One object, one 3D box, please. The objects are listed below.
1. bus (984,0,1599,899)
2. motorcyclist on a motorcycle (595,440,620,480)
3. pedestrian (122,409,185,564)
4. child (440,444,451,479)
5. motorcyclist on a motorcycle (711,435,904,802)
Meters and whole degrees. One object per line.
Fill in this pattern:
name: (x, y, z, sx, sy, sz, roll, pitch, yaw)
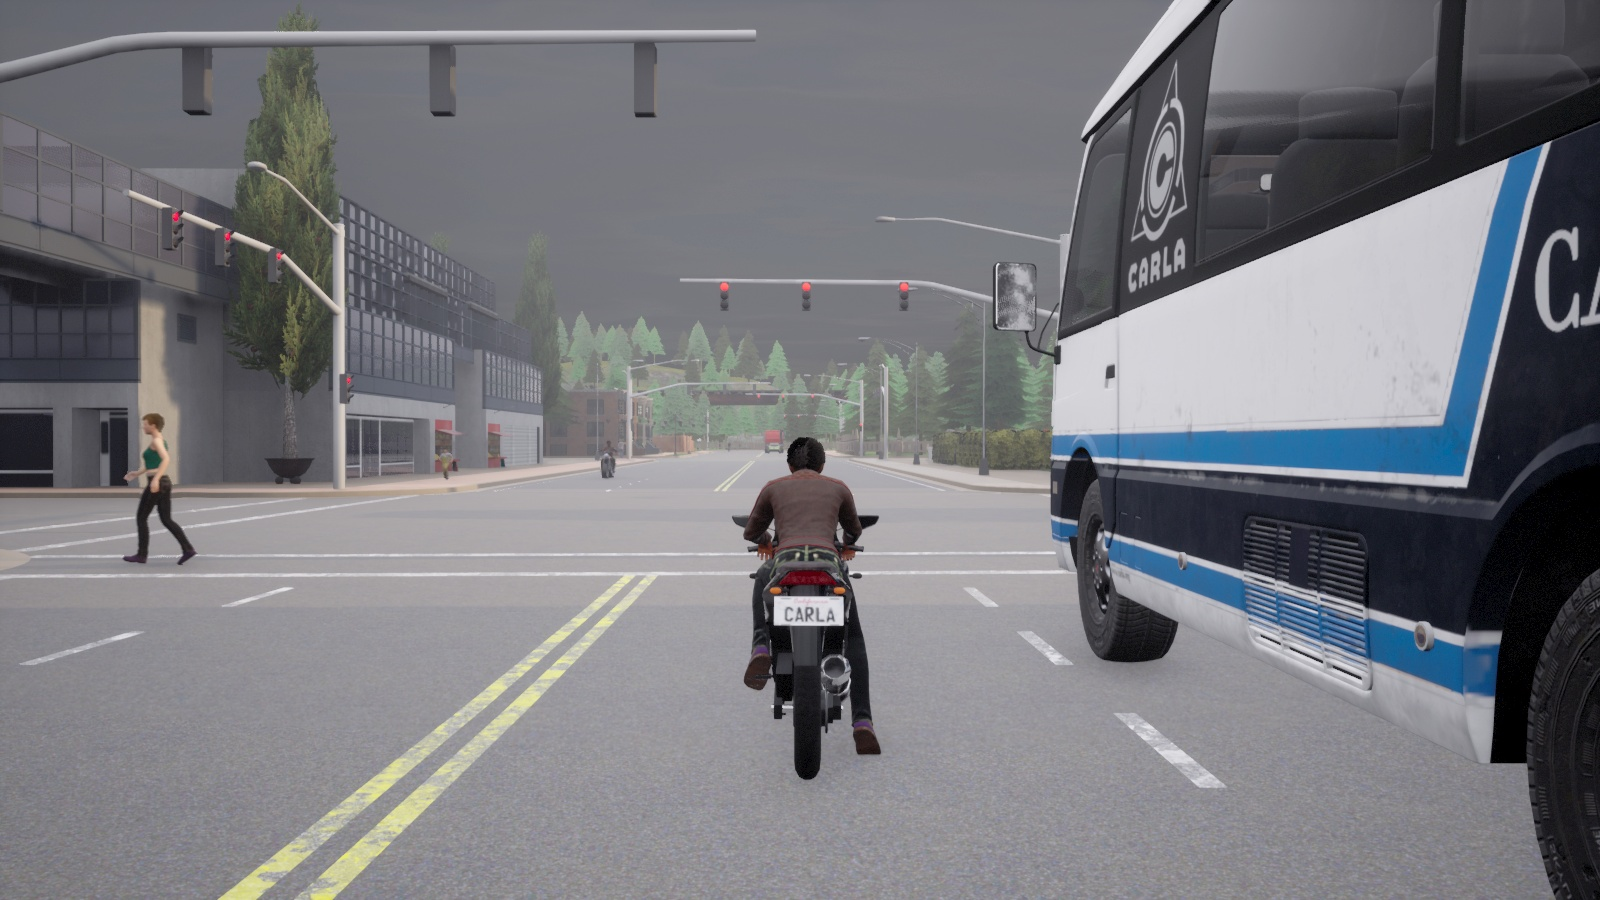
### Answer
bus: (3.533, -0.659, 5.564, 3.944, 4.253, 10.273, 0, 0, 0)
motorcyclist on a motorcycle: (-8.056, 0.392, 52.660, 0.766, 1.649, 2.350, 0, 1, -1)
pedestrian: (-7.781, 0.433, 15.129, 0.594, 1.836, 0.345, 0, 0, -9)
child: (-12.779, 0.418, 45.304, 0.270, 1.263, 0.437, 0, 0, 3)
motorcyclist on a motorcycle: (0.030, 0.693, 6.236, 0.797, 1.523, 2.044, 0, 0, 0)
